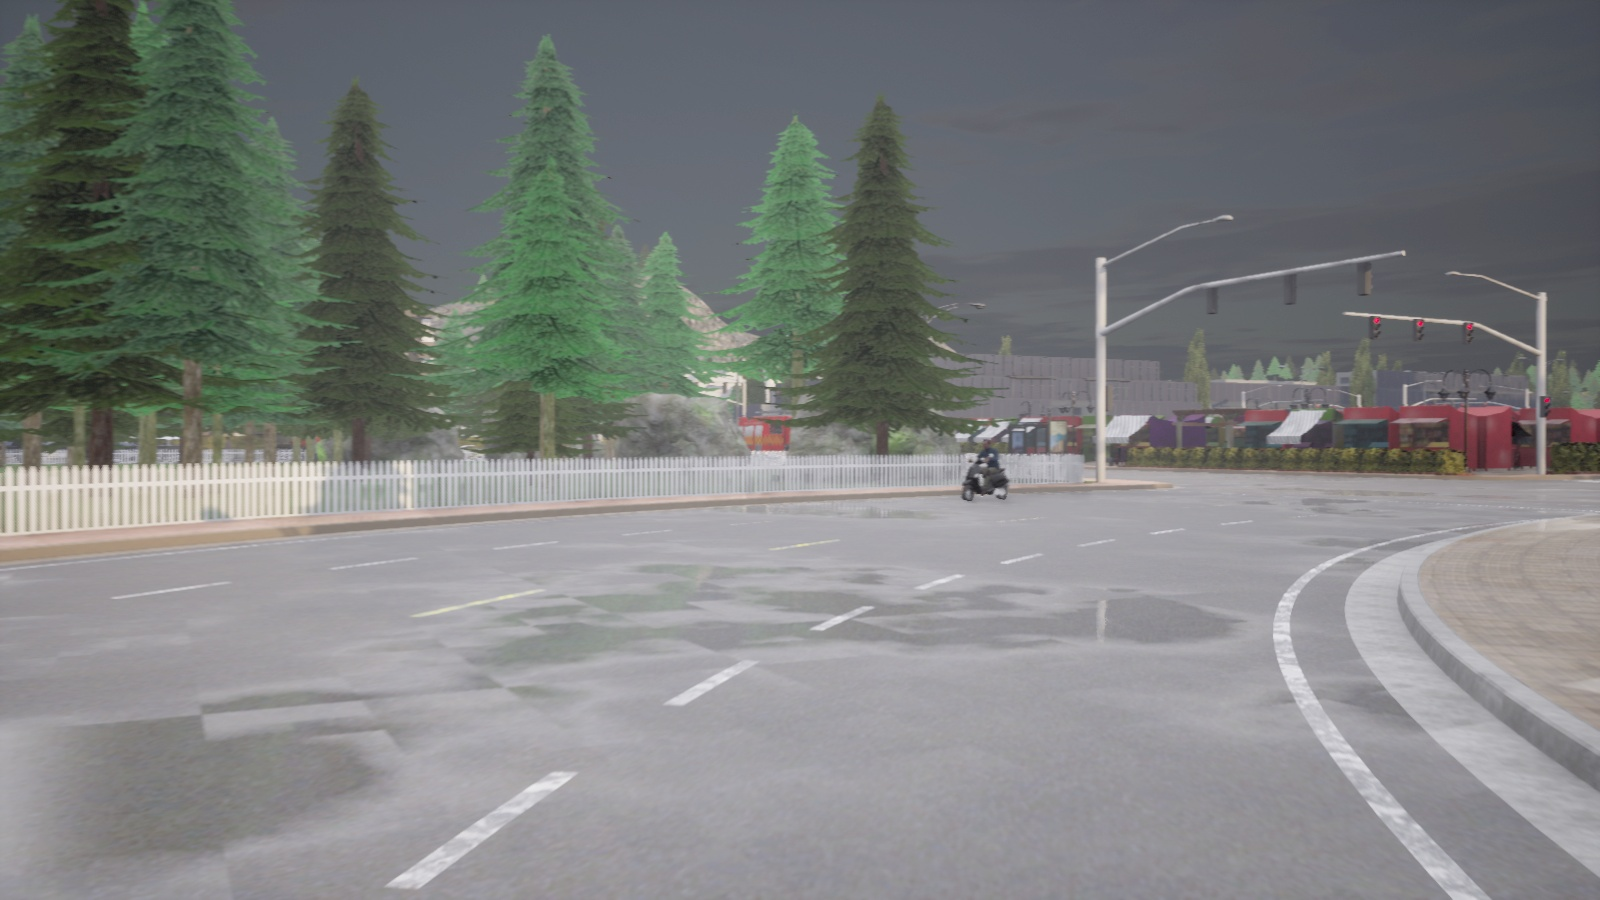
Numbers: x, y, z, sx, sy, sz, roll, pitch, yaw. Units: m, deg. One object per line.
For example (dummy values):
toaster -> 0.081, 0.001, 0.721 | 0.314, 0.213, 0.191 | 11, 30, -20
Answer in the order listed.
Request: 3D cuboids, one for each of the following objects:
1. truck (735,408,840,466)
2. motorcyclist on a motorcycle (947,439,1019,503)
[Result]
truck -> -0.968, -0.856, 86.799 | 2.891, 3.827, 8.468 | 0, 0, -36
motorcyclist on a motorcycle -> 4.692, 0.527, 32.140 | 1.817, 1.590, 0.866 | 0, 1, -41
